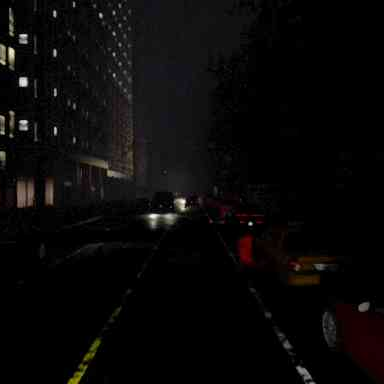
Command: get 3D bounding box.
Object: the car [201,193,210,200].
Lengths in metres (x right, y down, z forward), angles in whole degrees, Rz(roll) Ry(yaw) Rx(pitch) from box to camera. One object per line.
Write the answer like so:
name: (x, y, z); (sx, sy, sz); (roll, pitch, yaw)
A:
car: (2.871, 1.014, 70.961); (1.752, 1.417, 4.829); (0, 0, 1)

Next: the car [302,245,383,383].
car: (2.703, 1.557, 3.205); (1.802, 1.307, 4.206); (0, 0, 0)

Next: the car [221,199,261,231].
car: (2.990, 1.359, 19.482); (1.837, 1.490, 4.892); (0, 0, 0)

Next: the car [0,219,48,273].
car: (-5.476, 1.482, 9.113); (2.008, 1.369, 4.403); (0, 0, 0)

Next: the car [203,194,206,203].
car: (2.648, 1.239, 42.591); (2.008, 1.369, 4.403); (0, 0, 0)

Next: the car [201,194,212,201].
car: (2.793, 1.074, 65.152); (1.887, 1.381, 4.507); (0, 0, 1)

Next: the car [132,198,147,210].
car: (-5.520, 1.293, 37.250); (1.947, 1.339, 4.313); (0, 0, 0)

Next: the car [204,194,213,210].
car: (2.651, 1.274, 36.958); (1.887, 1.381, 4.507); (0, 0, 0)

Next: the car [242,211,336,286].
car: (2.695, 1.458, 9.000); (1.752, 1.417, 4.829); (0, 0, 0)

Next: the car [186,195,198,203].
car: (-0.008, 1.191, 56.512); (1.895, 1.301, 4.718); (0, 0, 1)

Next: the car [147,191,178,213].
car: (-2.898, 0.974, 33.994); (2.150, 2.045, 5.566); (0, 0, 0)

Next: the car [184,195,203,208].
car: (-0.004, 1.238, 42.335); (2.033, 1.411, 5.357); (0, 0, 1)

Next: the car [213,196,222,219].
car: (2.974, 1.282, 26.482); (1.882, 1.535, 5.008); (0, 0, 0)

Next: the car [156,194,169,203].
car: (-5.290, 1.112, 59.744); (1.887, 1.381, 4.507); (0, 0, 0)

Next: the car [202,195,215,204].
car: (2.689, 1.153, 53.870); (1.887, 1.381, 4.507); (0, 0, 0)
